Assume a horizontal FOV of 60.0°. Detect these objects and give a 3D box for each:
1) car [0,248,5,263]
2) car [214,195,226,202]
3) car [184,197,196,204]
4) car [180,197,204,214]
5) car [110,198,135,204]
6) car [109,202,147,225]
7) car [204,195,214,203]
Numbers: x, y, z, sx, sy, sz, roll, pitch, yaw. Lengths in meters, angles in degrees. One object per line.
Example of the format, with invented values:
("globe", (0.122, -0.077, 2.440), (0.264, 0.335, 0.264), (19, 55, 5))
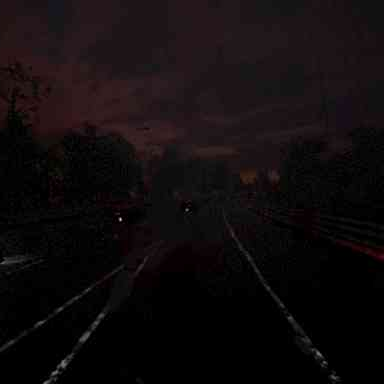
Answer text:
("car", (-7.610, 1.942, 9.771), (1.994, 1.385, 4.181), (-3, 0, 7))
("car", (6.767, 1.562, 77.109), (1.837, 1.490, 4.892), (-3, 0, 12))
("car", (-0.467, 1.909, 76.648), (1.837, 1.490, 4.892), (-3, 0, 12))
("car", (-0.173, 1.684, 38.645), (1.837, 1.490, 4.892), (-3, 0, 9))
("car", (-7.472, 1.742, 37.367), (2.150, 2.045, 5.566), (-3, 0, 9))
("car", (-5.234, 1.870, 28.320), (1.837, 1.490, 4.892), (-3, 0, 8))
("car", (3.149, 1.788, 76.868), (1.994, 1.385, 4.181), (-3, 0, 12))
